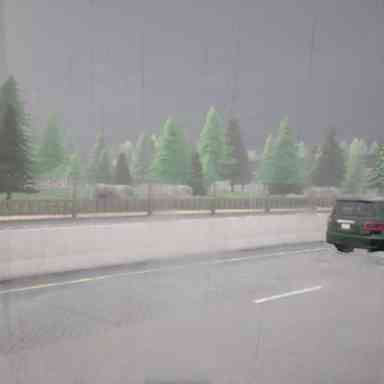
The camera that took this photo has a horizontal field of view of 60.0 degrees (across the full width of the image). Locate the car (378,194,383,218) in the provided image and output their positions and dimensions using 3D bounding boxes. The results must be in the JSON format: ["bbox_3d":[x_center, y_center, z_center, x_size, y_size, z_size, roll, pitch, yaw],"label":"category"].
[{"bbox_3d":[18.845,1.188,28.196,5.566,2.045,2.150,0,0,-17],"label":"car"}]

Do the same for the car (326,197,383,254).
[{"bbox_3d":[7.337,1.204,11.952,5.566,2.045,2.150,0,0,-27],"label":"car"}]

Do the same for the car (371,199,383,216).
[{"bbox_3d":[20.134,1.435,32.209,5.008,1.535,1.882,0,0,-16],"label":"car"}]
